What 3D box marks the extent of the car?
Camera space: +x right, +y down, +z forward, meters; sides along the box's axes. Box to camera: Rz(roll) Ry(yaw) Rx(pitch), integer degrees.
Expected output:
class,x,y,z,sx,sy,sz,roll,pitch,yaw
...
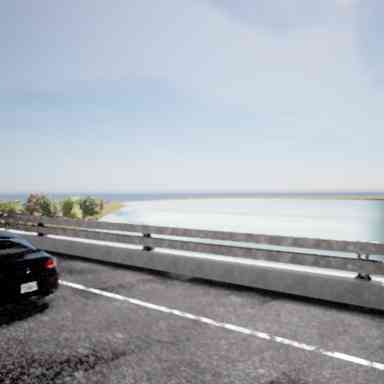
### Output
class,x,y,z,sx,sy,sz,roll,pitch,yaw
car,-4.788,1.550,7.312,4.674,1.442,1.812,0,0,36
